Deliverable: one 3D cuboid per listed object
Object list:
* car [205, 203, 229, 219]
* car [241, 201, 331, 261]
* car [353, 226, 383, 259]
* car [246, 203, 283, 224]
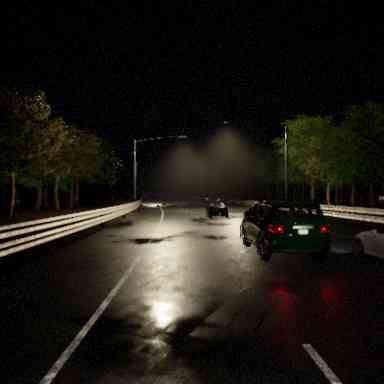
[{"bbox_3d":[2.389,1.822,32.851,2.128,1.511,4.902,0,-1,-4],"label":"car"},{"bbox_3d":[3.382,1.357,13.021,2.150,2.045,5.566,0,-1,-2],"label":"car"},{"bbox_3d":[6.941,1.632,10.501,1.812,1.442,4.674,0,-1,-1],"label":"car"},{"bbox_3d":[6.162,1.793,28.842,1.837,1.490,4.892,0,-1,-3],"label":"car"}]
